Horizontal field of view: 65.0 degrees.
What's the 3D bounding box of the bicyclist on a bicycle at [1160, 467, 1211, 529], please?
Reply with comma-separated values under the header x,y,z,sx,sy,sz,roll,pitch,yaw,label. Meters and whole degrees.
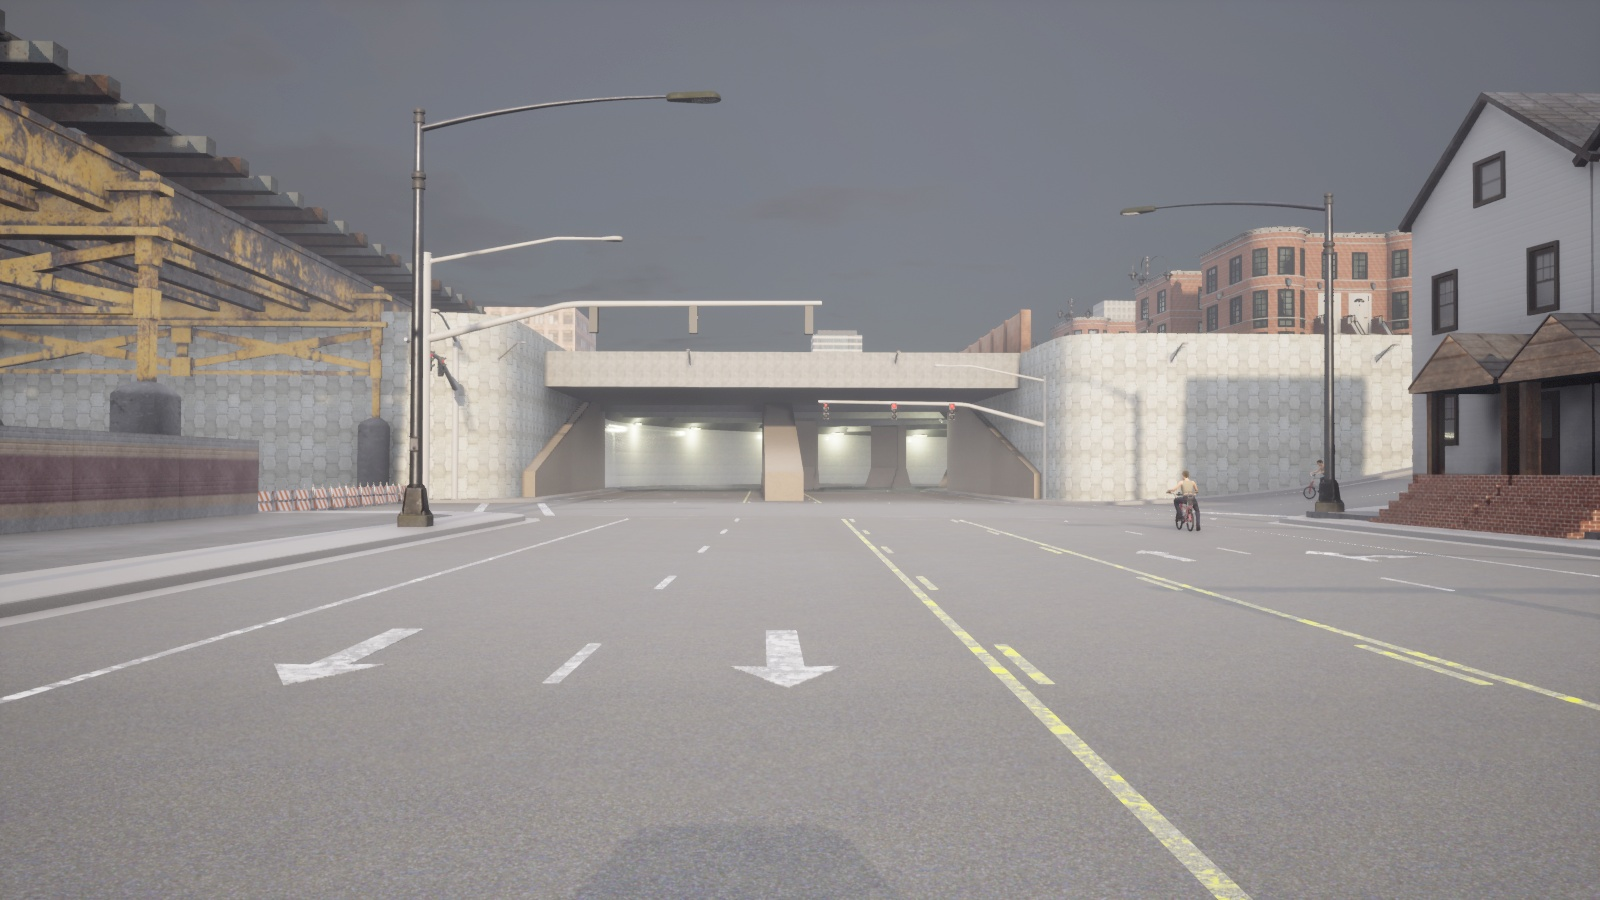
x,y,z,sx,sy,sz,roll,pitch,yaw,label
10.309,1.273,33.622,0.866,1.612,1.509,0,-1,0,bicyclist on a bicycle
